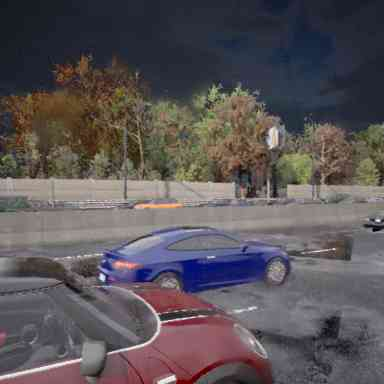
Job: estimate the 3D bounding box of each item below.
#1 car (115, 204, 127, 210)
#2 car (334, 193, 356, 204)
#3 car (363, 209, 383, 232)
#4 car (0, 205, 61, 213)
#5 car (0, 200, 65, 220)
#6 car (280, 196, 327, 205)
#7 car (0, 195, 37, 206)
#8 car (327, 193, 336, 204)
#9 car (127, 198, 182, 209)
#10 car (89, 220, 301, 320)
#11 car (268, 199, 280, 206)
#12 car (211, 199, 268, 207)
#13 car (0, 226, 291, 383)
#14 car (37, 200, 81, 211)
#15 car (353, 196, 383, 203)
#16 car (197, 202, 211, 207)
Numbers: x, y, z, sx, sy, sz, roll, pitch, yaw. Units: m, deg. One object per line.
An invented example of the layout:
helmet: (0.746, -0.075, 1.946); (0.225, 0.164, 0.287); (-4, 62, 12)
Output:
car: (-5.260, 1.505, 33.200); (4.892, 1.490, 1.837); (0, 0, -30)
car: (21.952, 1.358, 45.090); (4.553, 1.767, 2.097); (0, 0, -30)
car: (11.909, 1.546, 18.690); (5.357, 1.411, 2.033); (0, 0, -30)
car: (-9.983, 1.601, 18.270); (4.718, 1.301, 1.895); (0, 0, -30)
car: (-13.629, 1.478, 28.301); (5.008, 1.535, 1.882); (0, 0, -30)
car: (13.436, 1.493, 40.101); (4.902, 1.511, 2.128); (0, 0, -30)
car: (-12.906, 1.222, 20.608); (5.566, 2.045, 2.150); (0, 0, -30)
car: (20.974, 1.228, 48.570); (5.566, 2.045, 2.150); (0, 0, -30)
car: (-3.153, 1.352, 30.380); (4.553, 1.767, 2.097); (0, 0, -30)
car: (0.192, 1.525, 7.772); (4.674, 1.442, 1.812); (0, 0, -30)
car: (12.052, 1.549, 43.345); (5.357, 1.411, 2.033); (0, 0, -30)
car: (5.035, 1.548, 35.180); (5.357, 1.411, 2.033); (0, 0, -31)
car: (-1.492, 1.353, 2.727); (4.553, 1.767, 2.097); (0, 0, -30)
car: (-11.135, 1.492, 25.704); (4.902, 1.511, 2.128); (0, 0, -30)
car: (22.713, 1.531, 41.468); (4.674, 1.442, 1.812); (0, 0, -31)
car: (3.174, 1.548, 38.152); (5.357, 1.411, 2.033); (0, 0, -30)
